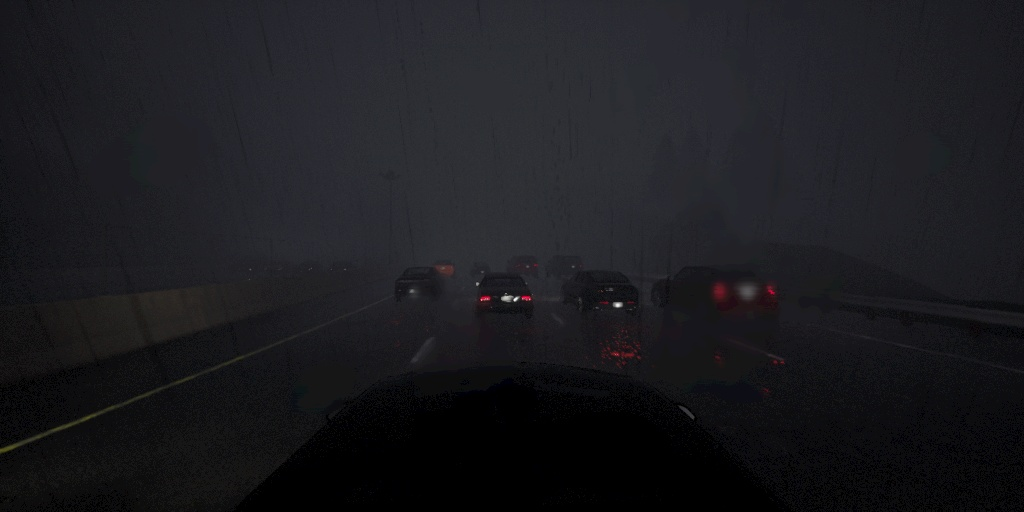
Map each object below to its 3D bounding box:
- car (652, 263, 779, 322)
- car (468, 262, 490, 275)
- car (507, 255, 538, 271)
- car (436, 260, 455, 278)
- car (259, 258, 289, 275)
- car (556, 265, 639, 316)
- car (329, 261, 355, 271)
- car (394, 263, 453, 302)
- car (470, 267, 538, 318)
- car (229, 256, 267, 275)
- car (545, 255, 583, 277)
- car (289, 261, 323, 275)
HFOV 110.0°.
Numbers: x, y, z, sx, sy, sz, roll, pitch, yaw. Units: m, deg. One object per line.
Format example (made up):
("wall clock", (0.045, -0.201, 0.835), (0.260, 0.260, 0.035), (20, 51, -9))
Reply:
("car", (6.661, 1.088, 12.411), (2.097, 1.767, 4.553), (0, 0, -3))
("car", (-3.134, 1.286, 35.114), (1.812, 1.442, 4.674), (0, 0, -10))
("car", (0.871, 0.972, 32.690), (2.150, 2.045, 5.566), (0, 0, -9))
("car", (-6.608, 1.120, 34.614), (2.097, 1.767, 4.553), (0, 0, -10))
("car", (-25.820, 1.290, 40.080), (1.882, 1.535, 5.008), (0, 0, -13))
("car", (3.104, 1.249, 13.418), (1.837, 1.490, 4.892), (0, 0, -3))
("car", (-18.356, 1.301, 38.828), (1.837, 1.490, 4.892), (0, 0, -12))
("car", (-4.190, 1.252, 16.984), (2.128, 1.511, 4.902), (0, 0, -5))
("car", (-0.337, 1.299, 13.011), (2.033, 1.411, 5.357), (0, 0, -4))
("car", (-29.544, 1.045, 40.641), (2.150, 2.045, 5.566), (0, 0, -14))
("car", (4.559, 0.964, 31.800), (2.150, 2.045, 5.566), (0, 0, -9))
("car", (-21.913, 1.308, 38.733), (1.837, 1.490, 4.892), (0, 0, -13))
